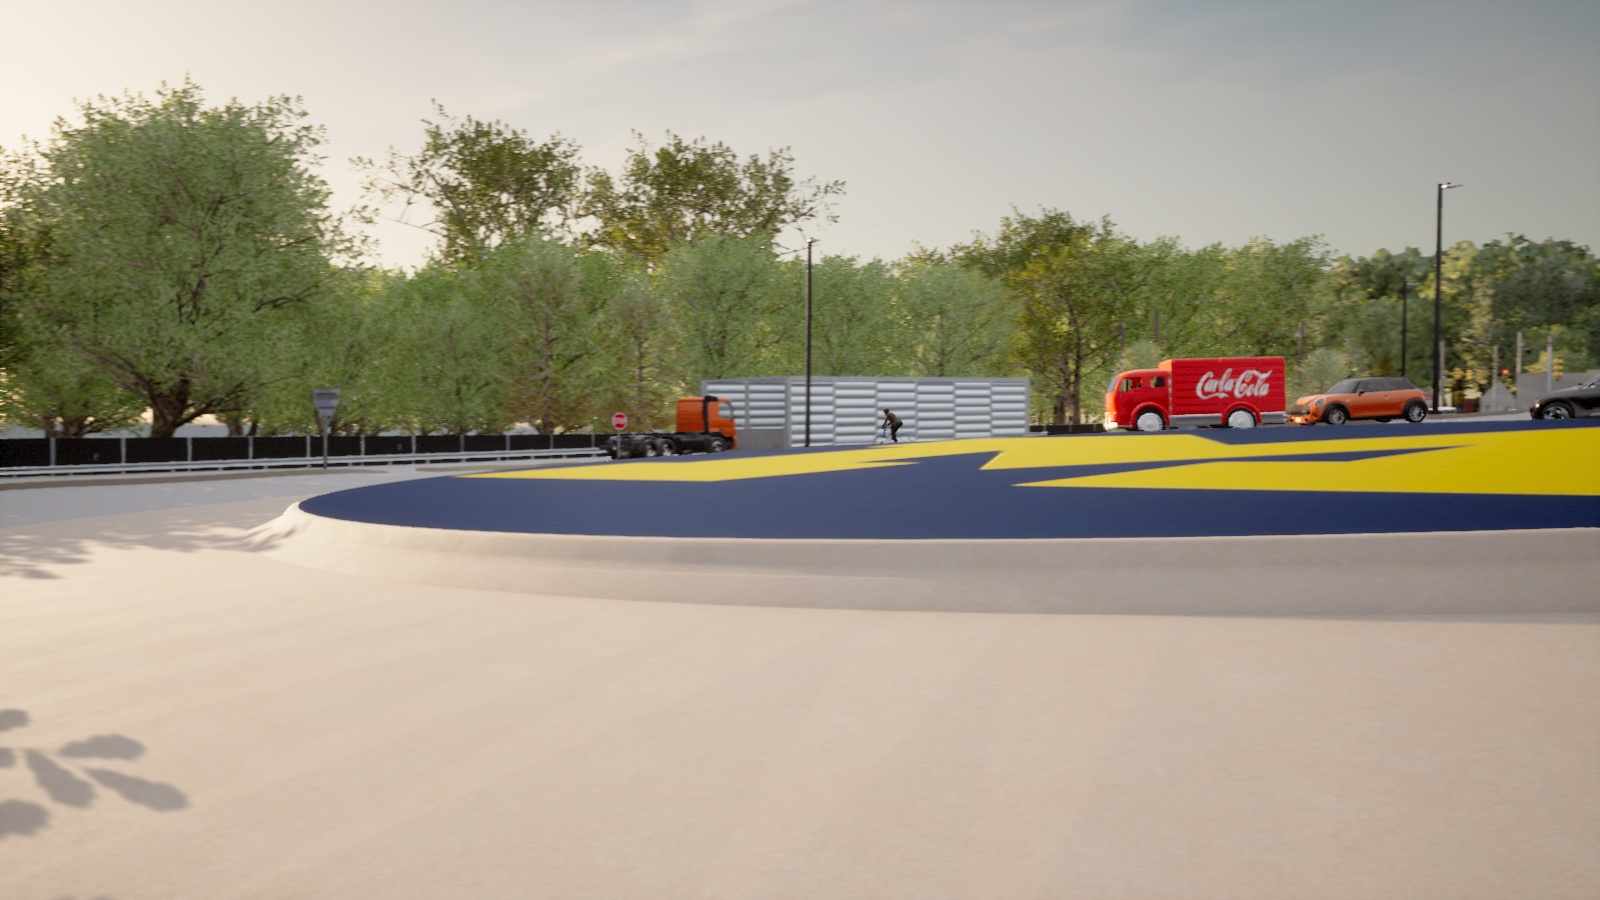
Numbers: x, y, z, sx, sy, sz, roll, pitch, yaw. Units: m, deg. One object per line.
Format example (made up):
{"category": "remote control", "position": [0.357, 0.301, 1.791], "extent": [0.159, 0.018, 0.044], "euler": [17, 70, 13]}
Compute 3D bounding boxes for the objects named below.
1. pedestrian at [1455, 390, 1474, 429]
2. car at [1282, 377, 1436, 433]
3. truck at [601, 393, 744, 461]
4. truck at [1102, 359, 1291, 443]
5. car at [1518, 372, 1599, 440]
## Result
{"category": "pedestrian", "position": [31.826, -1.924, 60.176], "extent": [0.709, 1.840, 0.431], "euler": [1, 1, -28]}
{"category": "car", "position": [19.892, -1.590, 44.759], "extent": [4.553, 1.767, 2.097], "euler": [-2, 2, -8]}
{"category": "truck", "position": [-6.811, -1.316, 68.525], "extent": [2.891, 3.462, 7.936], "euler": [2, 3, 41]}
{"category": "truck", "position": [12.312, -1.494, 39.378], "extent": [5.204, 2.467, 2.627], "euler": [-1, 1, 6]}
{"category": "car", "position": [21.083, -1.123, 31.602], "extent": [2.033, 1.649, 4.856], "euler": [0, -1, -32]}
